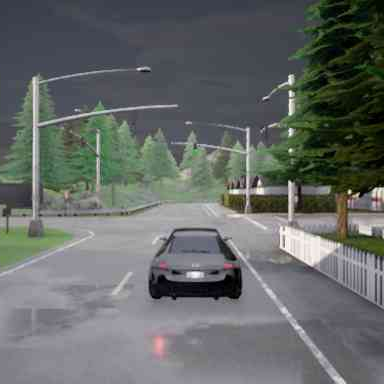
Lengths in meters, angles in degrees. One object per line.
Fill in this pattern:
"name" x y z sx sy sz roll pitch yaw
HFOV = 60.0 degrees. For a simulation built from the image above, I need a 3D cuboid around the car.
"car" 0.084 1.595 8.499 1.994 1.385 4.181 0 0 1
